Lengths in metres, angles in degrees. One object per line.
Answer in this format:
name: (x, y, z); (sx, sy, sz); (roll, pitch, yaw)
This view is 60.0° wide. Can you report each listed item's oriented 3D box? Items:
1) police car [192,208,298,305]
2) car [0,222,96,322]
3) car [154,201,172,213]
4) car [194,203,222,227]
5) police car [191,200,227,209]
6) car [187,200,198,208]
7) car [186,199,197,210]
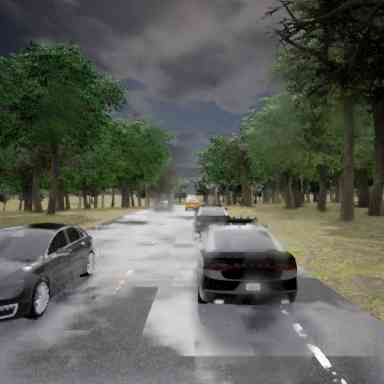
police car: (1.058, 1.434, 8.306); (1.930, 1.638, 5.238); (0, 0, 0)
car: (-3.593, 1.511, 7.440); (1.837, 1.490, 4.892); (0, 0, 0)
car: (-3.460, 1.743, 40.294); (1.994, 1.385, 4.181); (0, 0, 0)
car: (1.074, 1.603, 24.199); (1.812, 1.442, 4.674); (0, 0, 0)
police car: (1.068, 1.471, 18.309); (1.930, 1.638, 5.238); (0, 0, 0)
car: (0.060, 2.134, 60.726); (1.895, 1.301, 4.718); (0, -1, 0)
car: (0.090, 1.729, 46.235); (1.882, 1.535, 5.008); (0, -1, 1)
